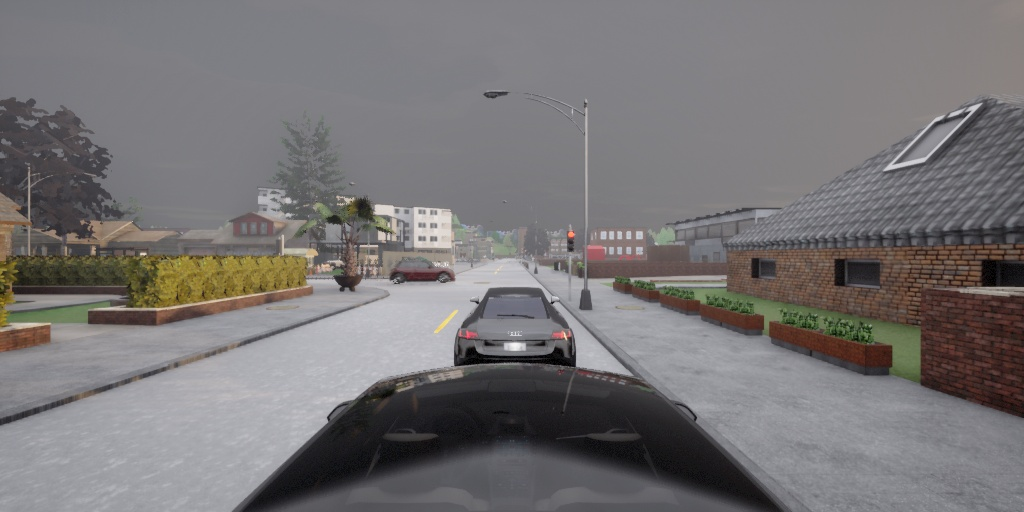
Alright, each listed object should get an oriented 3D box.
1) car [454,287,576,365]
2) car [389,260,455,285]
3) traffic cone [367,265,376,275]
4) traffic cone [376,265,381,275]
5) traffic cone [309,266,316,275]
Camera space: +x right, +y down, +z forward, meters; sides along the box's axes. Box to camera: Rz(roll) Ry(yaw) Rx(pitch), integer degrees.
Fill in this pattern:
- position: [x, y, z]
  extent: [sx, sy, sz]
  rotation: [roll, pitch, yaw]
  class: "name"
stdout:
- position: [0.059, 1.314, 7.326]
  extent: [1.994, 1.385, 4.181]
  rotation: [0, 0, 0]
  class: "car"
- position: [-6.455, 1.101, 25.938]
  extent: [4.553, 1.767, 2.097]
  rotation: [0, 0, -16]
  class: "car"
- position: [-15.752, 1.561, 40.143]
  extent: [0.344, 0.586, 0.344]
  rotation: [0, 0, 0]
  class: "traffic cone"
- position: [-15.391, 1.558, 40.712]
  extent: [0.344, 0.586, 0.344]
  rotation: [0, 0, 0]
  class: "traffic cone"
- position: [-19.799, 1.568, 35.259]
  extent: [0.344, 0.586, 0.344]
  rotation: [0, 0, 0]
  class: "traffic cone"
